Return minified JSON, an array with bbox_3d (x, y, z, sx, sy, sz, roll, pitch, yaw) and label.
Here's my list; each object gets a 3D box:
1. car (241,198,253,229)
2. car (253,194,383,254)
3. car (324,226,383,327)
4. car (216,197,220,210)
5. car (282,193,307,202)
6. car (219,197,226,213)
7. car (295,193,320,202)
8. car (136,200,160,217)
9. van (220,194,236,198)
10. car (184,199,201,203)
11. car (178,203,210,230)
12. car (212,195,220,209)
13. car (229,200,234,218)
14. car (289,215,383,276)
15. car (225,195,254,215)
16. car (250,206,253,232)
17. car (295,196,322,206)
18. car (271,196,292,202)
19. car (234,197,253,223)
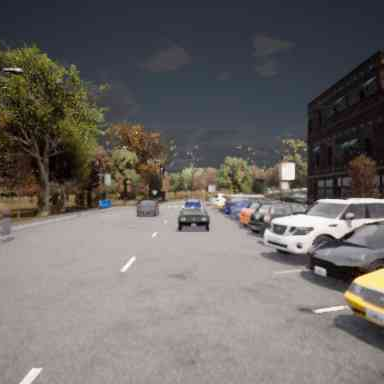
[{"bbox_3d":[5.330,1.365,17.757,4.553,1.767,2.185,1,0,-20],"label":"car"},{"bbox_3d":[5.326,1.234,11.743,5.566,2.045,2.435,1,0,-20],"label":"car"},{"bbox_3d":[5.161,1.479,5.684,5.366,1.575,1.946,1,0,-20],"label":"car"},{"bbox_3d":[5.380,1.562,35.781,4.674,1.452,2.002,1,0,-20],"label":"car"},{"bbox_3d":[23.947,1.368,77.963,2.435,2.045,5.566,0,-1,-21],"label":"car"},{"bbox_3d":[5.369,1.510,29.778,5.008,1.535,2.097,1,0,-20],"label":"car"},{"bbox_3d":[27.007,1.369,78.002,2.435,2.045,5.566,1,-1,-22],"label":"car"},{"bbox_3d":[-4.133,1.532,31.700,1.837,1.490,4.892,0,0,0],"label":"car"},{"bbox_3d":[5.488,1.292,32.824,4.442,1.987,1.878,1,0,-20],"label":"van"},{"bbox_3d":[0.091,1.521,39.534,1.882,1.535,5.008,0,0,0],"label":"car"},{"bbox_3d":[0.106,1.611,21.409,1.895,1.301,4.718,0,0,0],"label":"car"},{"bbox_3d":[5.196,1.522,38.722,5.366,1.575,1.946,1,0,-20],"label":"car"},{"bbox_3d":[5.372,1.540,23.767,4.674,1.452,2.002,1,0,-20],"label":"car"},{"bbox_3d":[5.313,1.514,8.742,4.792,1.488,2.163,1,0,-20],"label":"car"},{"bbox_3d":[5.409,1.380,26.776,4.553,1.767,2.185,1,0,-20],"label":"car"},{"bbox_3d":[5.330,1.518,14.743,4.792,1.488,2.163,1,0,-20],"label":"car"},{"bbox_3d":[21.252,1.610,60.933,2.163,1.488,4.792,0,1,-22],"label":"car"},{"bbox_3d":[20.924,1.647,77.878,2.163,1.488,4.792,0,-1,-21],"label":"car"},{"bbox_3d":[5.336,1.369,20.759,4.553,1.767,2.185,1,0,-20],"label":"car"}]
